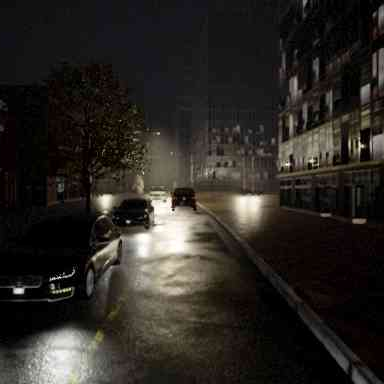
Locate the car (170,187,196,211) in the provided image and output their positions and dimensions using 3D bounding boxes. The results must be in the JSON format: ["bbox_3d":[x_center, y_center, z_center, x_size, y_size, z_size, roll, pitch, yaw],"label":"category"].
[{"bbox_3d":[-0.798,0.586,30.836,2.150,2.045,5.566,0,1,-3],"label":"car"}]

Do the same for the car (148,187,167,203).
[{"bbox_3d":[-4.409,0.331,43.021,2.150,2.045,5.566,0,1,-4],"label":"car"}]

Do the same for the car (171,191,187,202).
[{"bbox_3d":[-1.875,0.571,46.216,1.812,1.442,4.674,0,1,-7],"label":"car"}]

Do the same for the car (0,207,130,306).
[{"bbox_3d":[-2.906,1.340,7.935,1.837,1.490,4.892,0,1,-1],"label":"car"}]

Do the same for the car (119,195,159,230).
[{"bbox_3d":[-3.104,1.126,18.291,1.837,1.490,4.892,0,1,-1],"label":"car"}]

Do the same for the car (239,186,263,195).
[{"bbox_3d":[12.151,-0.225,68.635,5.009,1.841,2.192,0,0,13],"label":"car"}]
